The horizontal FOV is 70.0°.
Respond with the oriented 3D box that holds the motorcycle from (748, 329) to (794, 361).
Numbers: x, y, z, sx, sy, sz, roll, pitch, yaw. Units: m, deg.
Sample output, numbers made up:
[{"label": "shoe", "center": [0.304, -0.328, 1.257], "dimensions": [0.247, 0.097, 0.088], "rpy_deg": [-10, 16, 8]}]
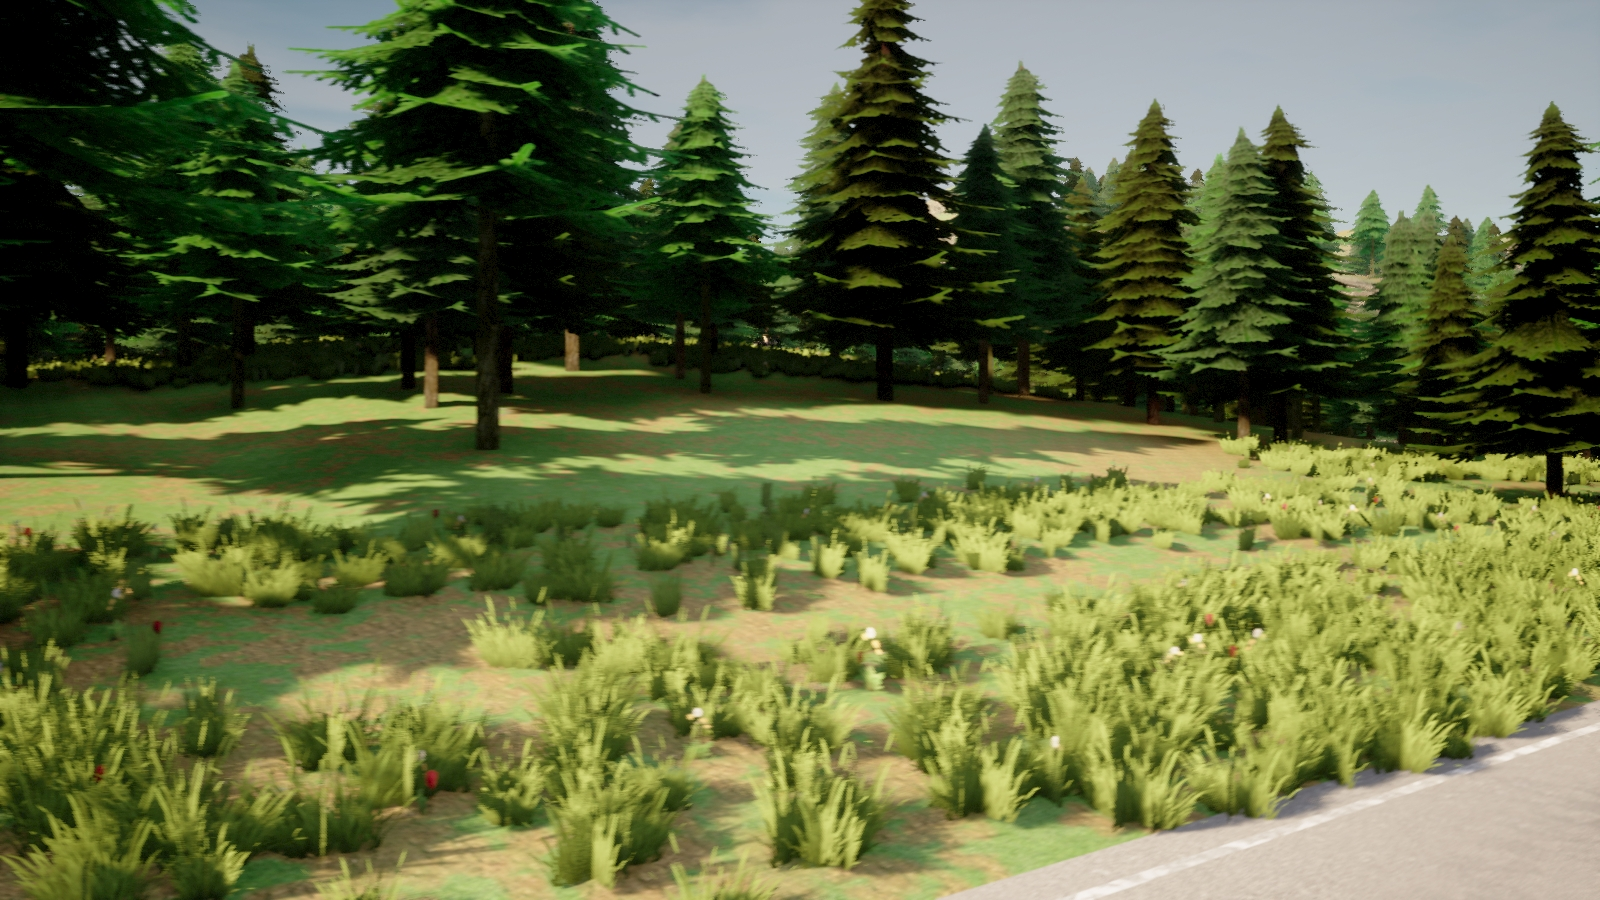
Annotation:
[{"label": "motorcycle", "center": [-1.402, -5.122, 55.762], "dimensions": [2.356, 1.277, 0.764], "rpy_deg": [3, -4, -45]}]
